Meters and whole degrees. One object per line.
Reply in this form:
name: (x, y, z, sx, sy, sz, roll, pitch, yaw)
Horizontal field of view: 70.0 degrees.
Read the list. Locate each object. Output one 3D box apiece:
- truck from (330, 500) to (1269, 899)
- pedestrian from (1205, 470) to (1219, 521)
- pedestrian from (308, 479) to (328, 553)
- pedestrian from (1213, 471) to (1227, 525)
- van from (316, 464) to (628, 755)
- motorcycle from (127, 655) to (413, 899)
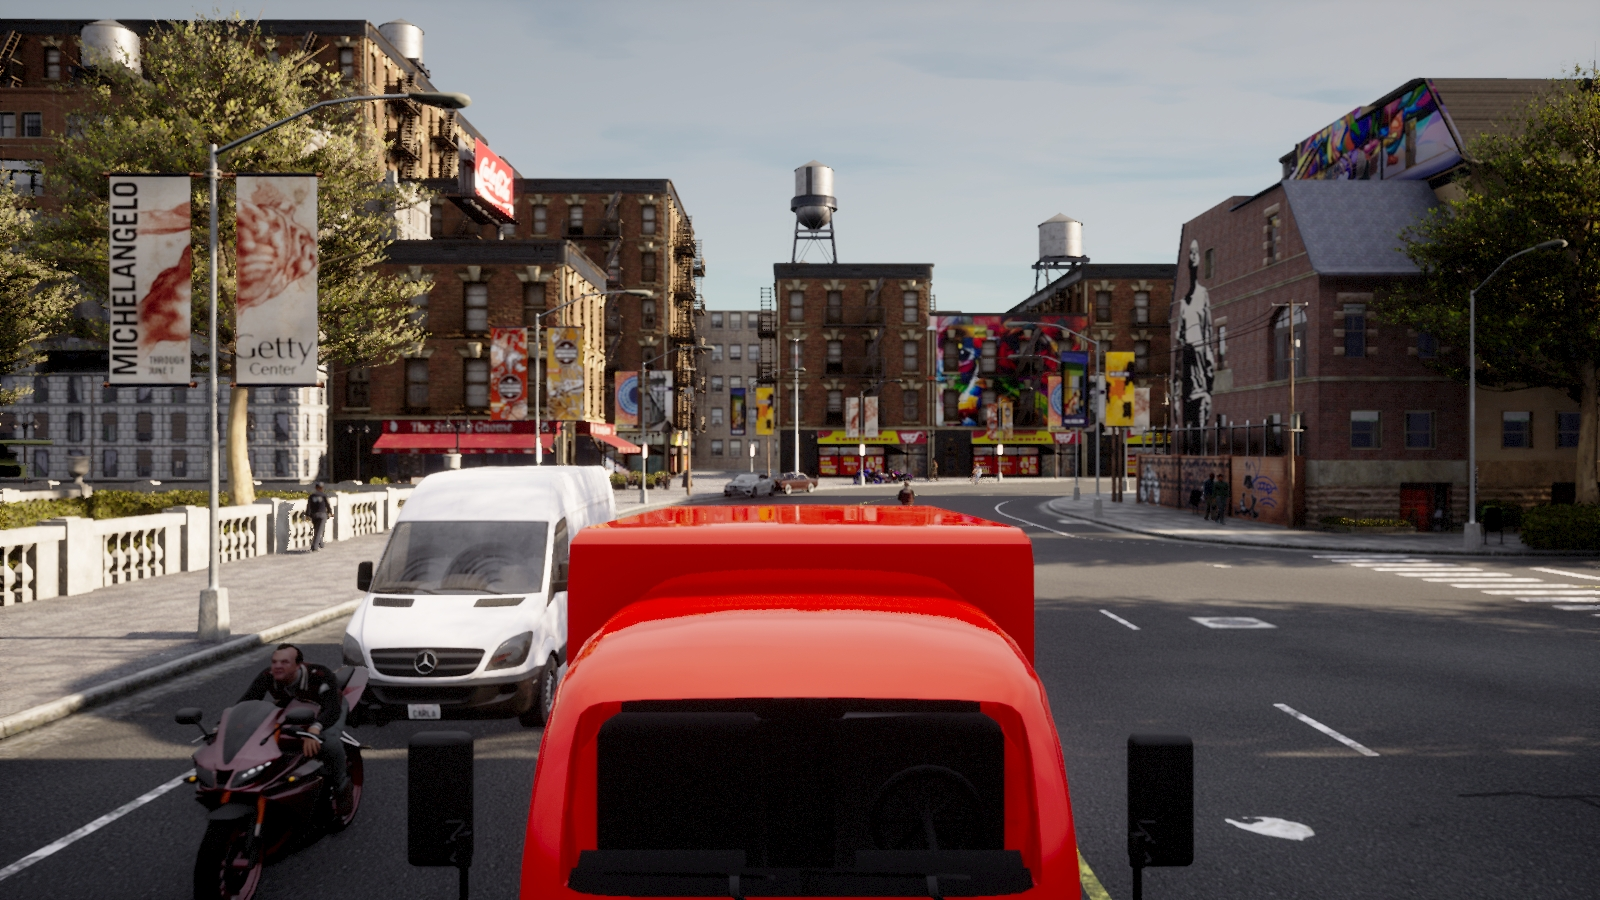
truck: (0.000, 1.573, 5.793, 2.627, 2.467, 5.204, 0, -1, 0)
pedestrian: (15.043, 1.671, 41.766, 0.375, 1.860, 0.375, 0, 0, 0)
pedestrian: (-12.334, 1.678, 29.215, 0.375, 1.860, 0.375, 0, 0, -5)
pedestrian: (14.644, 1.672, 39.838, 0.375, 1.860, 0.375, 0, 0, -1)
van: (-3.489, 1.522, 13.559, 1.988, 2.561, 5.915, 0, 1, 0)
motorcycle: (-3.422, 2.199, 7.673, 0.867, 1.251, 2.209, 0, 0, 1)
